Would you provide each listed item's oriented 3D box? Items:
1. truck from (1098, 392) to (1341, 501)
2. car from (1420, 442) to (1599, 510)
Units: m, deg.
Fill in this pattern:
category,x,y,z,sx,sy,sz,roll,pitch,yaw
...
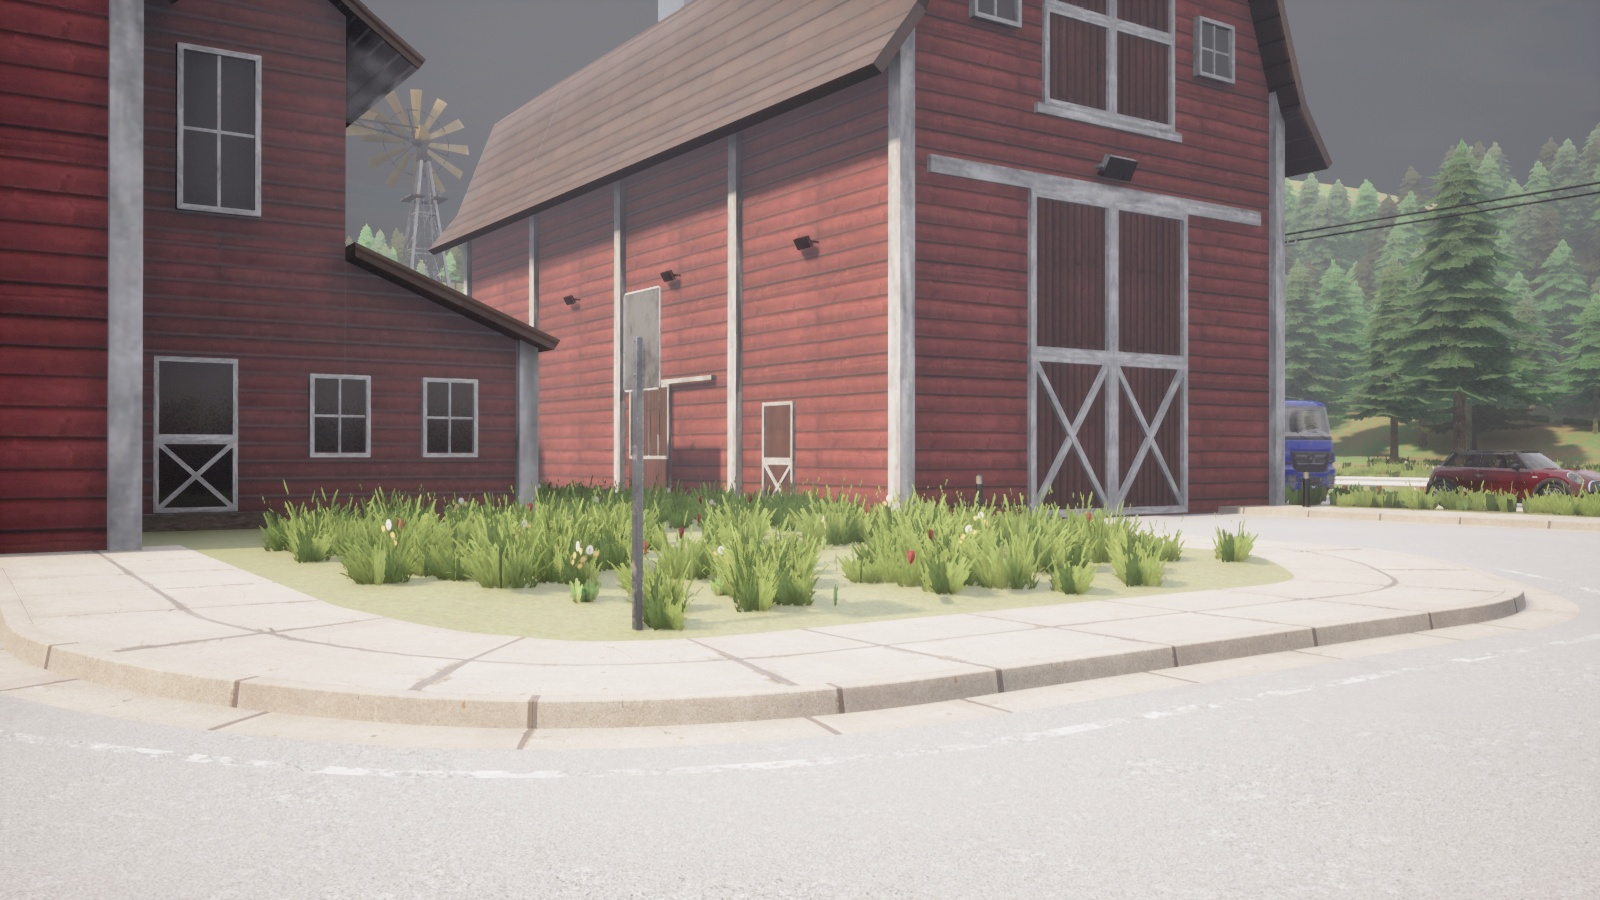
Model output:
category,x,y,z,sx,sy,sz,roll,pitch,yaw
truck,14.418,-0.111,43.891,2.891,3.462,7.936,0,0,-34
car,20.188,0.688,35.237,2.097,1.767,4.553,0,0,-34
